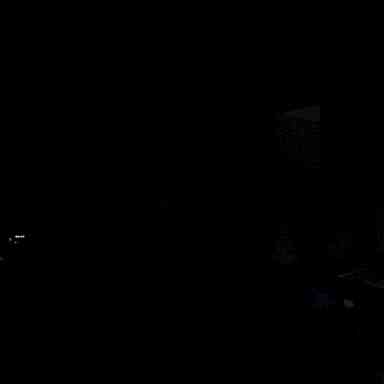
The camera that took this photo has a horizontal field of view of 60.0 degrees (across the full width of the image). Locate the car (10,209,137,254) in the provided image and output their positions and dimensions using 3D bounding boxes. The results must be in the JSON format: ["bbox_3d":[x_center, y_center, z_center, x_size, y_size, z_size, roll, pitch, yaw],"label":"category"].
[{"bbox_3d":[-4.657,1.473,13.568,4.892,1.490,1.837,-1,0,-36],"label":"car"}]

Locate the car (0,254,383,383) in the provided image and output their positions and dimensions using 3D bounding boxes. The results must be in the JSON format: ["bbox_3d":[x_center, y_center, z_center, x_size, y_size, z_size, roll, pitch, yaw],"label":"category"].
[{"bbox_3d":[0.472,1.527,4.082,5.357,1.411,2.033,-1,0,-35],"label":"car"}]
